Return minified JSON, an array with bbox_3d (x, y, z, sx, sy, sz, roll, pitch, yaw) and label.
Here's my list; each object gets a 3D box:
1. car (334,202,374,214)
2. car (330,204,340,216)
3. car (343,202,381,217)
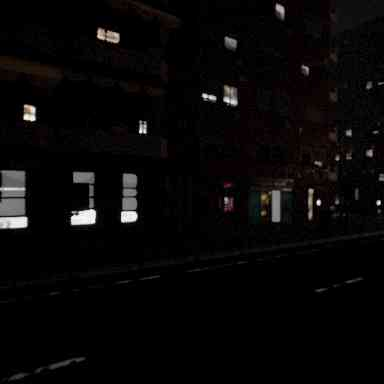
[{"bbox_3d":[20.468,1.955,42.123,1.802,1.307,4.206,-1,0,-36],"label":"car"},{"bbox_3d":[13.491,1.673,37.009,2.192,1.841,5.009,-1,0,-36],"label":"car"},{"bbox_3d":[17.718,1.812,35.925,2.128,1.511,4.902,0,-1,-35],"label":"car"}]
